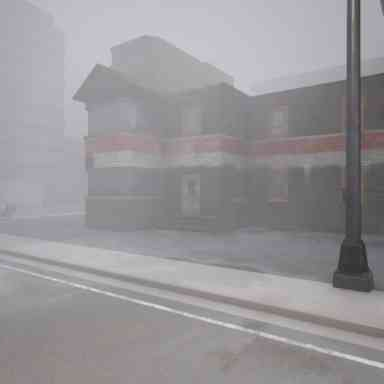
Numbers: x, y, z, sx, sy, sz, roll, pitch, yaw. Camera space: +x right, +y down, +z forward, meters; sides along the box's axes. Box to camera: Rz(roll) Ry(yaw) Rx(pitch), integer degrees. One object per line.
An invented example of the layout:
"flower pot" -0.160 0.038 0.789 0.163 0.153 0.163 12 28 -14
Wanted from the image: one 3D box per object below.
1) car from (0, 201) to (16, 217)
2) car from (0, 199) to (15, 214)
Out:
"car" -17.611 1.402 28.254 2.038 1.542 4.974 0 0 15
"car" -17.597 1.244 28.304 1.853 1.218 4.536 0 0 15
